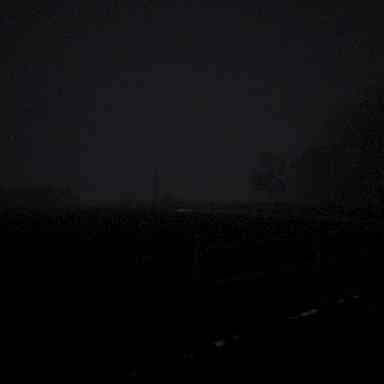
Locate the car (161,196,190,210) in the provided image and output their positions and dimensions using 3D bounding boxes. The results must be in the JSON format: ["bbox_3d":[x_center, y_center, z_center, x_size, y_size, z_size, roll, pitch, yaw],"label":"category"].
[{"bbox_3d":[-2.591,1.576,49.902,2.150,2.045,5.566,1,-1,-36],"label":"car"}]

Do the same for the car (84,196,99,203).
[{"bbox_3d":[-25.632,2.237,86.397,1.837,1.490,4.892,1,-1,-36],"label":"car"}]
